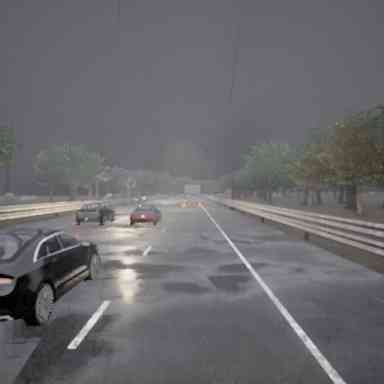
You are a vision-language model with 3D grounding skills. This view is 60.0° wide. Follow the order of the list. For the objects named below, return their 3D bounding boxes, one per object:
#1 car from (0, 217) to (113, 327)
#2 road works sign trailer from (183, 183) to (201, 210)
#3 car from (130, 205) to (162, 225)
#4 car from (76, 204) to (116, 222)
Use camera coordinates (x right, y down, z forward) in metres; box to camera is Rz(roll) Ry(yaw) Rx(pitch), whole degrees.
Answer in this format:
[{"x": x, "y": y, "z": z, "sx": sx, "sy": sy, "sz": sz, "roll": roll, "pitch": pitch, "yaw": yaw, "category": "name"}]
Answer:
[{"x": -3.399, "y": 1.520, "z": 7.052, "sx": 2.128, "sy": 1.511, "sz": 4.902, "roll": 0, "pitch": 0, "yaw": 0, "category": "car"}, {"x": 0.008, "y": 0.635, "z": 44.861, "sx": 2.380, "sy": 3.560, "sz": 2.880, "roll": 0, "pitch": 0, "yaw": 0, "category": "road works sign trailer"}, {"x": -3.394, "y": 1.661, "z": 25.077, "sx": 1.994, "sy": 1.385, "sz": 4.181, "roll": 0, "pitch": 0, "yaw": 0, "category": "car"}, {"x": -6.896, "y": 1.585, "z": 24.168, "sx": 2.128, "sy": 1.511, "sz": 4.902, "roll": 0, "pitch": 0, "yaw": 0, "category": "car"}]
